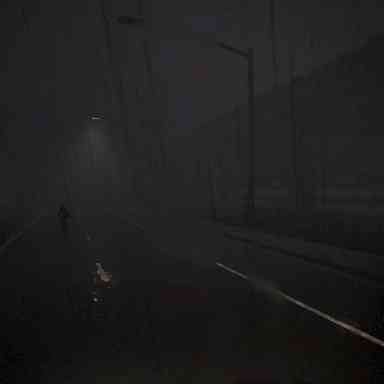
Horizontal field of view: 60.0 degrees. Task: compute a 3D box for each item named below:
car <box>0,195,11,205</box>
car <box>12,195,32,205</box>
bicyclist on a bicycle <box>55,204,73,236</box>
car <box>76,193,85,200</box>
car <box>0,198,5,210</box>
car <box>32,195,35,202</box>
[{"bbox_3d":[-33.111,1.333,57.008,2.097,1.767,4.553,0,0,-20],"label":"car"},{"bbox_3d":[-30.152,1.484,59.131,1.837,1.490,4.892,0,0,-20],"label":"car"},{"bbox_3d":[-6.688,1.455,17.313,1.656,1.620,0.582,-3,-2,39],"label":"bicyclist on a bicycle"},{"bbox_3d":[-27.525,1.219,82.558,1.812,1.442,4.674,0,1,-20],"label":"car"},{"bbox_3d":[-21.381,1.601,34.442,1.895,1.301,4.718,0,0,-15],"label":"car"},{"bbox_3d":[-33.951,1.393,69.581,2.128,1.511,4.902,0,1,-20],"label":"car"}]
